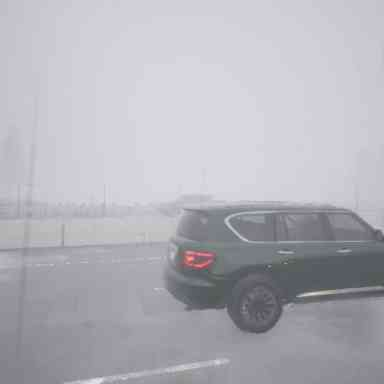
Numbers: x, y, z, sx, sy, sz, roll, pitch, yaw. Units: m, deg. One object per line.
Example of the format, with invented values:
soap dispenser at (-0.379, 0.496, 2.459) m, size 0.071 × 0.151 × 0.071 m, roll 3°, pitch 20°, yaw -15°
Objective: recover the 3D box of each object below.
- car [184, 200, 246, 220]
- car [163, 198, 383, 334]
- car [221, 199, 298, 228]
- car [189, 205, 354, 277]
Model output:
car at (1.943, 1.504, 28.710) m, size 4.902 × 1.511 × 2.128 m, roll 0°, pitch 0°, yaw -17°
car at (2.213, 1.223, 6.669) m, size 5.566 × 2.045 × 2.150 m, roll 0°, pitch 0°, yaw -17°
car at (4.473, 1.370, 22.160) m, size 4.553 × 1.767 × 2.097 m, roll 0°, pitch 0°, yaw -17°
car at (2.391, 1.354, 10.373) m, size 4.553 × 1.767 × 2.097 m, roll 0°, pitch 0°, yaw -17°
